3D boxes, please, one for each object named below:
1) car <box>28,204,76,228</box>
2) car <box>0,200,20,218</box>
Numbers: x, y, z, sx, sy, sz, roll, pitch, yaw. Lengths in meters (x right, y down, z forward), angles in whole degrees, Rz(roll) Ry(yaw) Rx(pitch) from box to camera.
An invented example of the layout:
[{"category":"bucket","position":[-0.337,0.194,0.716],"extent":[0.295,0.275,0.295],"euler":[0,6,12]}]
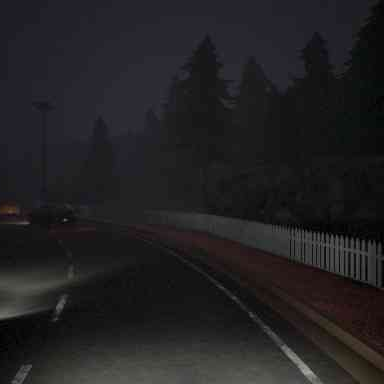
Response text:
[{"category":"car","position":[-9.332,1.525,22.122],"extent":[1.812,1.442,4.674],"euler":[0,0,-42]},{"category":"car","position":[-17.139,1.478,29.650],"extent":[5.008,1.535,1.882],"euler":[0,0,42]}]
